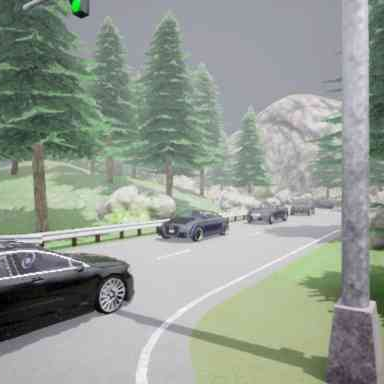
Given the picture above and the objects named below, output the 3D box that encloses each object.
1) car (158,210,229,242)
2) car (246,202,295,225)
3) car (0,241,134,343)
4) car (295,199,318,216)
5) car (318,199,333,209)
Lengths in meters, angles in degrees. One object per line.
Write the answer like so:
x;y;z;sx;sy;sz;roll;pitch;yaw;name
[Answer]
0.189;1.588;16.688;1.994;1.385;4.181;0;0;34;car
5.738;1.519;24.942;2.128;1.511;4.902;0;0;34;car
-3.041;1.555;5.415;2.128;1.511;4.902;0;-1;34;car
11.221;1.535;33.563;1.837;1.490;4.892;0;0;27;car
17.616;1.636;46.329;1.994;1.385;4.181;1;0;-15;car
